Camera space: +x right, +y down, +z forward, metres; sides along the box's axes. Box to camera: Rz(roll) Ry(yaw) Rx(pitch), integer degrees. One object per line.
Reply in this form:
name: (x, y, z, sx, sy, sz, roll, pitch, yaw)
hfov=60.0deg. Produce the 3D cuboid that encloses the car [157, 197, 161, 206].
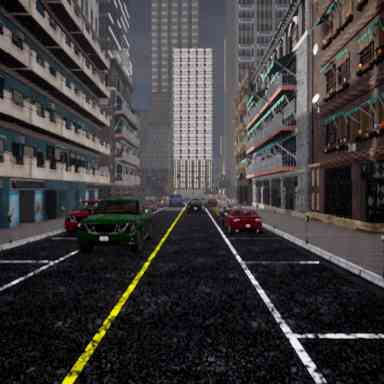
car: (-5.341, 1.657, 41.242, 1.802, 1.307, 4.206, -1, 0, 1)

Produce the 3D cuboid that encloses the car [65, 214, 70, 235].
car: (-5.536, 1.348, 19.149, 2.192, 1.841, 5.009, -1, 0, 1)

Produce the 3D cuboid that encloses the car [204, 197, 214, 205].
car: (3.233, 1.645, 63.418, 1.752, 1.417, 4.829, -1, 0, 1)

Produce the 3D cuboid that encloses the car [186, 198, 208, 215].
car: (0.397, 1.628, 35.460, 1.994, 1.385, 4.181, 0, 0, 1)

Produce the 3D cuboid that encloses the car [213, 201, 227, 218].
car: (2.895, 1.595, 24.585, 2.008, 1.369, 4.403, -1, 0, 1)

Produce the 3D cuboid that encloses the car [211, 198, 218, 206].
car: (2.945, 1.580, 30.278, 1.752, 1.417, 4.829, -1, 0, 1)

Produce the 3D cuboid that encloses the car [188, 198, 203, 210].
car: (0.472, 1.588, 45.450, 1.837, 1.490, 4.892, 0, 0, 1)

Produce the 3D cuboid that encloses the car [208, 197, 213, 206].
car: (3.136, 1.642, 52.202, 1.887, 1.381, 4.507, -1, 0, 1)

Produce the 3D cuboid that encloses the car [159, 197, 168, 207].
car: (-5.246, 1.537, 52.289, 1.967, 1.590, 4.097, -1, 0, 1)

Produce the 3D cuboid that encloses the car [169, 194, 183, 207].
car: (-2.601, 1.323, 55.108, 2.150, 2.045, 5.566, 0, 0, 1)

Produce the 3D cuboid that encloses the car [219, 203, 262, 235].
car: (2.847, 1.579, 19.062, 1.887, 1.381, 4.507, -1, 0, 1)

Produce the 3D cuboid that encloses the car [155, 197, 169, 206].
car: (-5.196, 1.653, 57.812, 1.887, 1.381, 4.507, -1, 0, 1)

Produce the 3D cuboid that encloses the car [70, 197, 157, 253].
car: (-2.981, 1.246, 14.124, 2.150, 2.045, 5.566, 0, 0, 0)
